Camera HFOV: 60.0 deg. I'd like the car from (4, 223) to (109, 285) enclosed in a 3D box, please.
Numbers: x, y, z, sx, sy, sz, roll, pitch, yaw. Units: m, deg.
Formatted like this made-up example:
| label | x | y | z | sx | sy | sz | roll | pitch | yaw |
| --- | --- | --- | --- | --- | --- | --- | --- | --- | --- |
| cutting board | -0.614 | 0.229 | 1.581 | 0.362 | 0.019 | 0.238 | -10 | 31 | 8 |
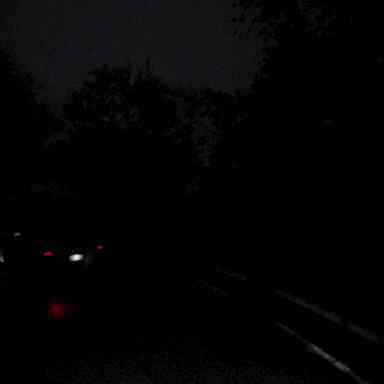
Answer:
| label | x | y | z | sx | sy | sz | roll | pitch | yaw |
| --- | --- | --- | --- | --- | --- | --- | --- | --- | --- |
| car | -4.094 | 1.598 | 9.799 | 1.994 | 1.385 | 4.181 | 0 | 0 | -38 |
